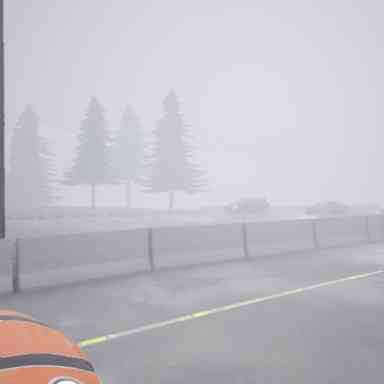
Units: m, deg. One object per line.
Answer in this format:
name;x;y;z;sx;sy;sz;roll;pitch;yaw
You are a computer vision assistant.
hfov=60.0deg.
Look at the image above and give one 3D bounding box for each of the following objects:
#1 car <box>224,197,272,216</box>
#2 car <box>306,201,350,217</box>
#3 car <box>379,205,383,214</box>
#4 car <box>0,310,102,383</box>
car;5.206;1.284;31.289;4.553;1.767;2.097;0;0;-27
car;12.701;1.509;31.082;4.181;1.385;1.994;0;0;-25
car;19.314;1.311;30.206;4.553;1.767;2.097;0;0;-23
car;-2.721;1.341;1.681;4.553;1.767;2.097;0;0;-36
